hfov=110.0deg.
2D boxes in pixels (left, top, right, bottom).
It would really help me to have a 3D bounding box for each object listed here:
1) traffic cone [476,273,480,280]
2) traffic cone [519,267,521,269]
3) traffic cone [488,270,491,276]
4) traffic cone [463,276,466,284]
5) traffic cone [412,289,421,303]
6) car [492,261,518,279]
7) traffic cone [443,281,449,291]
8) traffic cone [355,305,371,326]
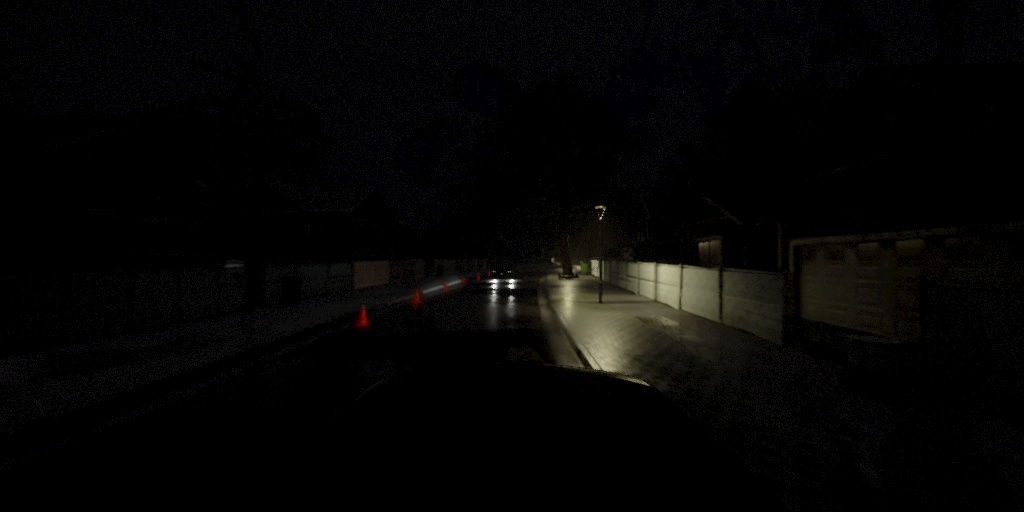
[{"bbox_3d":[-2.865,1.711,30.539,0.340,0.580,0.340,0,0,6],"label":"traffic cone"},{"bbox_3d":[1.253,1.750,55.446,0.340,0.580,0.340,0,0,12],"label":"traffic cone"},{"bbox_3d":[-2.247,1.715,35.552,0.340,0.580,0.340,0,0,8],"label":"traffic cone"},{"bbox_3d":[-3.380,1.708,25.513,0.340,0.580,0.340,0,0,5],"label":"traffic cone"},{"bbox_3d":[-4.099,1.709,15.437,0.340,0.580,0.340,0,0,3],"label":"traffic cone"},{"bbox_3d":[-0.584,1.253,32.660,1.837,1.490,4.892,0,0,7],"label":"car"},{"bbox_3d":[-3.791,1.708,20.479,0.340,0.580,0.340,0,0,4],"label":"traffic cone"},{"bbox_3d":[-4.304,1.712,10.389,0.340,0.580,0.340,0,0,2],"label":"traffic cone"}]
